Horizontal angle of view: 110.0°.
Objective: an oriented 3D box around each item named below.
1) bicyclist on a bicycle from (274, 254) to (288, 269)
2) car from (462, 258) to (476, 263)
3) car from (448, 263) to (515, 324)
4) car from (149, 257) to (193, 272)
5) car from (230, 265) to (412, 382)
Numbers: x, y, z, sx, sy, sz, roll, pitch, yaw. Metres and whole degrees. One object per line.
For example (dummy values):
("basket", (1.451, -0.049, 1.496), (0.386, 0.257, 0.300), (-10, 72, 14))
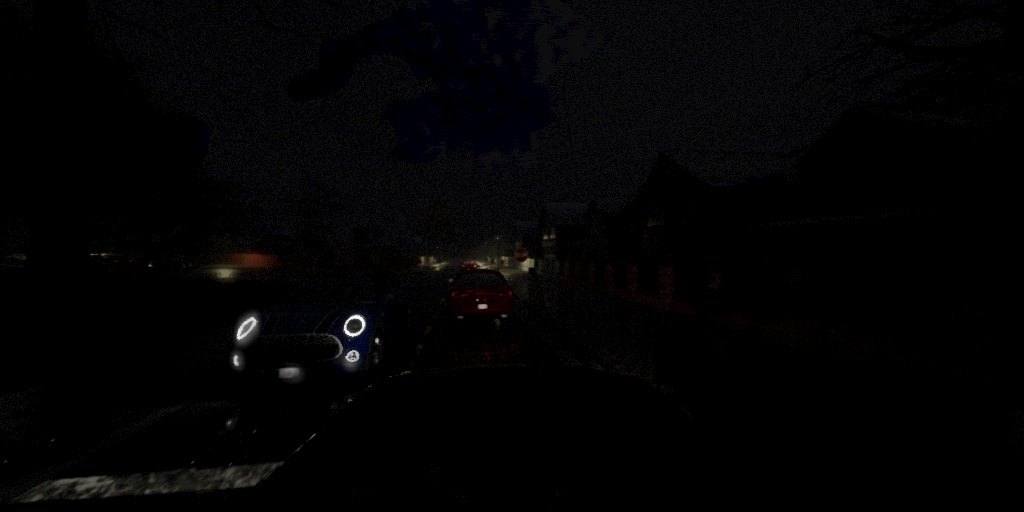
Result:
("bicyclist on a bicycle", (-25.241, 0.616, 39.156), (0.582, 1.620, 1.656), (0, 2, 22))
("car", (-4.883, 1.120, 40.905), (1.895, 1.301, 4.718), (-1, 0, -7))
("car", (-1.077, 1.165, 11.894), (1.882, 1.535, 5.008), (-1, 0, -7))
("car", (-35.079, 0.851, 36.841), (4.902, 1.511, 2.128), (0, 1, 22))
("car", (-3.462, 1.091, 7.432), (2.097, 1.767, 4.553), (-1, 0, -6))
